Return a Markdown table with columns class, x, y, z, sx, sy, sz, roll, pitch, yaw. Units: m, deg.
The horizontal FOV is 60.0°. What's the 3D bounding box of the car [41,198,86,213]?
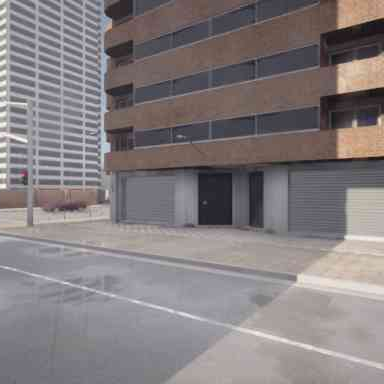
| class | x | y | z | sx | sy | sz | roll | pitch | yaw |
| --- | --- | --- | --- | --- | --- | --- | --- | --- | --- |
| car | -14.166 | 1.478 | 36.942 | 1.882 | 1.535 | 5.008 | 0 | 1 | 35 |
